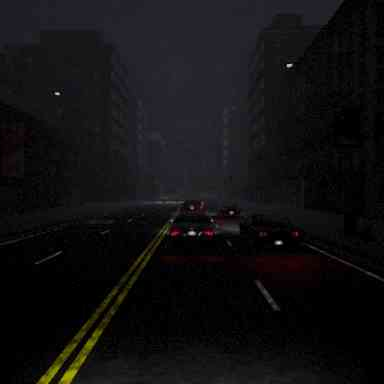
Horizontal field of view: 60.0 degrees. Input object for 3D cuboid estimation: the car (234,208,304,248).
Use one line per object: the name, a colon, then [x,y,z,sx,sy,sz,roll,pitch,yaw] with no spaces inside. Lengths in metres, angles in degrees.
car: [3.250,1.612,14.681,1.895,1.301,4.718,0,0,0]

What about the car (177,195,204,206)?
car: [0.000,1.361,29.621,2.097,1.767,4.553,0,0,0]

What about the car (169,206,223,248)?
car: [0.000,1.559,14.651,2.033,1.411,5.357,0,0,0]

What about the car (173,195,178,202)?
car: [-3.250,1.488,76.724,1.812,1.442,4.674,0,0,0]

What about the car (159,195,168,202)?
car: [-6.500,1.488,76.725,1.812,1.442,4.674,0,0,0]

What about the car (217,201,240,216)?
car: [3.250,1.528,29.651,1.812,1.442,4.674,0,0,0]
